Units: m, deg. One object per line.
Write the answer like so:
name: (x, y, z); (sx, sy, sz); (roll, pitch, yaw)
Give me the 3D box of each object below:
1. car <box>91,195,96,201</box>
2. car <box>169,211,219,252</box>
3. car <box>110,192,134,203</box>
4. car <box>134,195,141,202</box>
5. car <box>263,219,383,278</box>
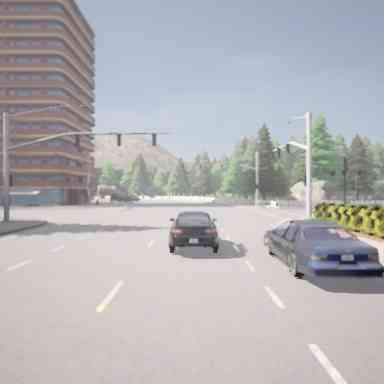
car: (-26.034, 1.055, 80.788); (5.566, 2.045, 2.150); (0, 0, 27)
car: (0.065, 1.500, 13.533); (1.812, 1.442, 4.674); (0, 0, 0)
car: (-14.573, 1.091, 67.425); (2.150, 2.045, 5.566); (0, 0, -38)
car: (-12.748, 1.361, 70.695); (1.837, 1.490, 4.892); (0, 0, -38)
car: (3.541, 1.527, 10.034); (2.033, 1.411, 5.357); (0, 0, 1)
